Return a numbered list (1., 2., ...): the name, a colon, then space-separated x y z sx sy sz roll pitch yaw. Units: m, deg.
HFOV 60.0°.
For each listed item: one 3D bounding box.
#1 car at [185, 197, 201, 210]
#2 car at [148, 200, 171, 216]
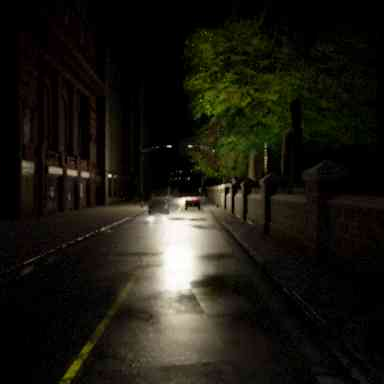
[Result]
1. car: 0.102 1.334 41.322 2.128 1.511 4.902 0 0 0
2. car: -2.999 1.454 31.591 2.033 1.411 5.357 0 0 0
